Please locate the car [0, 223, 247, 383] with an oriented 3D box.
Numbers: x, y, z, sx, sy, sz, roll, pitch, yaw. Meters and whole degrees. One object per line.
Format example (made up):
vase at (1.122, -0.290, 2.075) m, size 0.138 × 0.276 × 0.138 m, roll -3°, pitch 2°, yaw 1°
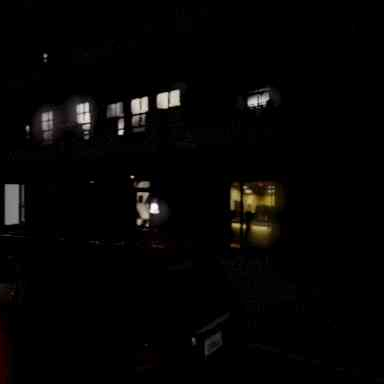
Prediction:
car at (-1.769, 1.340, 4.120) m, size 5.009 × 1.841 × 2.192 m, roll 0°, pitch 1°, yaw 36°
